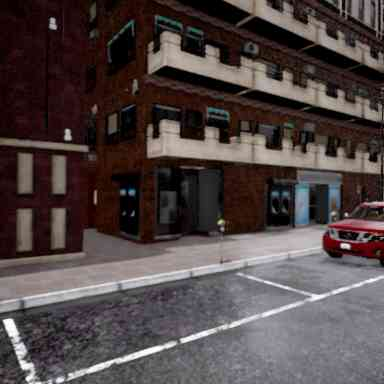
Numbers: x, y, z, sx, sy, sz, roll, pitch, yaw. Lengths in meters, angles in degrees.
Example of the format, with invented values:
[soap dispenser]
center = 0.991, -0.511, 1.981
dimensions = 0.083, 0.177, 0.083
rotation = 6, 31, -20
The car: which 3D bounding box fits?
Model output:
[car]
center = 6.554, 1.259, 11.219
dimensions = 5.009, 1.841, 2.192
rotation = 0, 1, -35
